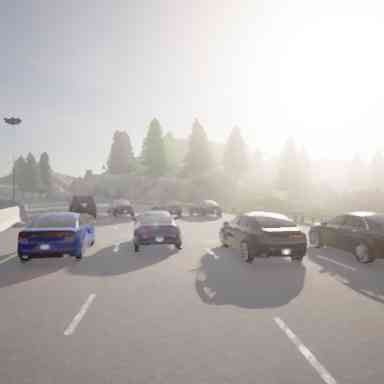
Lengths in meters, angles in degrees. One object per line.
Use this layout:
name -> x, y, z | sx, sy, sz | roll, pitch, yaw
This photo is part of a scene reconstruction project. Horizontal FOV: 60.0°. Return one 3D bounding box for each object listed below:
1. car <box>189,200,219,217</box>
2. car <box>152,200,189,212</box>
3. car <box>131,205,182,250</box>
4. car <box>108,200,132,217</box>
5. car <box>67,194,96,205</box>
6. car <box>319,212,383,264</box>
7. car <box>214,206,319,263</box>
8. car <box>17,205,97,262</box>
car -> 1.170, 1.476, 30.198 | 1.812, 1.442, 4.674 | 0, 0, -21
car -> -2.365, 1.459, 29.620 | 2.128, 1.511, 4.902 | 0, 0, -21
car -> -1.556, 1.512, 14.161 | 1.812, 1.442, 4.674 | 0, 0, -10
car -> -6.655, 1.511, 31.043 | 1.812, 1.442, 4.674 | 0, 0, -22
car -> -9.848, 1.224, 29.733 | 2.150, 2.045, 5.566 | 0, 0, -22
car -> 5.910, 1.460, 11.683 | 1.837, 1.490, 4.892 | 0, 0, -8
car -> 2.347, 1.475, 11.971 | 1.837, 1.490, 4.892 | 0, 0, -9
car -> -4.767, 1.482, 12.299 | 1.882, 1.535, 5.008 | 0, 0, -9
